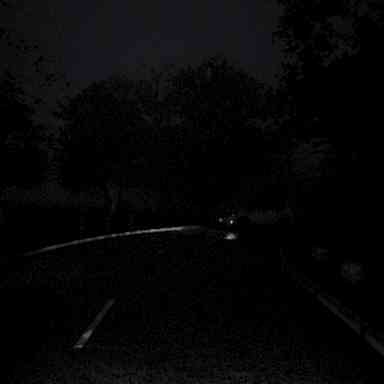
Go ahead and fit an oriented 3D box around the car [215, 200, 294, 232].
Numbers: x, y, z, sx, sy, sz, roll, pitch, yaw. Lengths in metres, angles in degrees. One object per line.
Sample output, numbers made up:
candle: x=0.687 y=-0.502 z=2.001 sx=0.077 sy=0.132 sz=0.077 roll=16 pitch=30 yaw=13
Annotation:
car: x=4.312 y=1.557 z=22.532 sx=5.566 sy=2.045 sz=2.150 roll=3 pitch=-3 yaw=-26
